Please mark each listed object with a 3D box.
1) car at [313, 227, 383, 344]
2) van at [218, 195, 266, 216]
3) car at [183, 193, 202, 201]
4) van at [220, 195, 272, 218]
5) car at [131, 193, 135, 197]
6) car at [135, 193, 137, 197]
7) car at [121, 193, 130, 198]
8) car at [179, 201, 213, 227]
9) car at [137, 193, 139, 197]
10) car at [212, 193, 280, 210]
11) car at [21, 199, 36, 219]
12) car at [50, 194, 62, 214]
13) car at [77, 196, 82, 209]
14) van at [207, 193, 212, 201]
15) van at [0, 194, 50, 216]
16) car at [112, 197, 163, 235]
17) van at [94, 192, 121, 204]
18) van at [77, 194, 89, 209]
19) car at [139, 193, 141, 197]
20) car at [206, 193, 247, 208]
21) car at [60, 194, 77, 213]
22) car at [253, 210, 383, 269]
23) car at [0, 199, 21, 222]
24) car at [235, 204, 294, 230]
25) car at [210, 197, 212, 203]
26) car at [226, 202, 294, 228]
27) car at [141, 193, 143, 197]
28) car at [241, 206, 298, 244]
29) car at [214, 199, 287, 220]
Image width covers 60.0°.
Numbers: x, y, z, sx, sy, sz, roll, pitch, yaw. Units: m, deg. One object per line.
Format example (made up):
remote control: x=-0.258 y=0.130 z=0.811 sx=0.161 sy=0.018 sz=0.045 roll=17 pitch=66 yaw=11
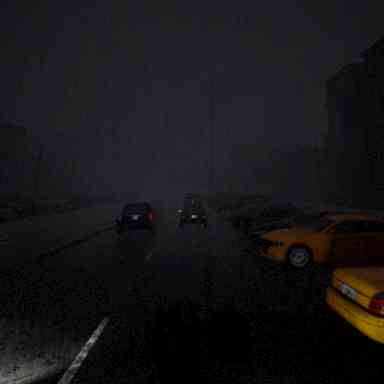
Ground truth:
car: x=4.895 y=1.463 z=4.963 sx=5.366 sy=1.575 sz=1.946 roll=0 pitch=0 yaw=0
van: x=4.832 y=1.278 z=32.755 sx=4.442 sy=1.987 sz=1.878 roll=0 pitch=0 yaw=0
car: x=0.115 y=1.212 z=41.392 sx=2.150 sy=2.045 sz=5.566 roll=0 pitch=-1 yaw=0
van: x=4.827 y=1.279 z=30.101 sx=4.442 sy=1.987 sz=1.878 roll=0 pitch=0 yaw=0
car: x=-15.894 y=1.349 z=74.189 sx=5.008 sy=1.535 sz=2.097 roll=0 pitch=0 yaw=0
car: x=-15.864 y=1.381 z=76.944 sx=4.792 sy=1.488 sz=2.163 roll=0 pitch=0 yaw=0
car: x=-15.843 y=1.113 z=65.917 sx=5.566 sy=2.045 sz=2.435 roll=0 pitch=0 yaw=0
car: x=0.100 y=1.568 z=22.919 sx=2.033 sy=1.411 sz=5.357 roll=0 pitch=0 yaw=0
car: x=-15.905 y=1.358 z=79.700 sx=4.892 sy=1.521 sz=2.231 roll=0 pitch=0 yaw=0
car: x=4.679 y=1.253 z=27.202 sx=5.566 sy=2.045 sz=2.435 roll=0 pitch=0 yaw=0
car: x=-15.793 y=1.546 z=27.309 sx=4.674 sy=1.452 sz=2.002 roll=0 pitch=0 yaw=0
car: x=-15.838 y=1.378 z=32.826 sx=4.553 sy=1.767 sz=2.185 roll=0 pitch=0 yaw=0
car: x=-15.788 y=1.524 z=38.343 sx=4.792 sy=1.488 sz=2.163 roll=0 pitch=0 yaw=0
van: x=4.621 y=1.252 z=43.997 sx=4.442 sy=1.987 sz=1.878 roll=0 pitch=0 yaw=0
van: x=-15.685 y=1.280 z=30.068 sx=4.442 sy=1.987 sz=1.878 roll=0 pitch=0 yaw=0
car: x=-2.900 y=1.366 z=19.191 sx=2.097 sy=1.767 sz=4.553 roll=0 pitch=0 yaw=0
van: x=-15.744 y=1.166 z=60.406 sx=4.442 sy=1.987 sz=1.878 roll=0 pitch=0 yaw=0
van: x=-15.945 y=1.253 z=43.861 sx=4.442 sy=1.987 sz=1.878 roll=0 pitch=0 yaw=0
car: x=-15.910 y=1.367 z=82.457 sx=4.892 sy=1.521 sz=2.231 roll=0 pitch=0 yaw=0
car: x=4.775 y=1.216 z=46.774 sx=5.566 sy=2.045 sz=2.435 roll=0 pitch=0 yaw=0
car: x=-15.784 y=1.248 z=35.585 sx=5.566 sy=2.045 sz=2.435 roll=0 pitch=0 yaw=0
car: x=4.715 y=1.473 z=10.520 sx=5.008 sy=1.535 sz=2.097 roll=0 pitch=0 yaw=0
car: x=-15.976 y=1.502 z=24.553 sx=5.366 sy=1.575 sz=1.946 roll=0 pitch=0 yaw=0
car: x=4.739 y=1.516 z=16.203 sx=4.792 sy=1.488 sz=2.163 roll=0 pitch=0 yaw=0
car: x=4.711 y=1.501 z=35.537 sx=4.892 sy=1.521 sz=2.231 roll=0 pitch=0 yaw=0
car: x=4.704 y=1.493 z=18.983 sx=5.008 sy=1.535 sz=2.097 roll=0 pitch=0 yaw=0
car: x=-15.905 y=1.379 z=85.213 sx=5.008 sy=1.535 sz=2.097 roll=0 pitch=0 yaw=0
car: x=4.716 y=1.481 z=13.424 sx=4.892 sy=1.521 sz=2.231 roll=0 pitch=0 yaw=0
car: x=4.524 y=1.500 z=24.418 sx=5.366 sy=1.575 sz=1.946 roll=0 pitch=0 yaw=0
